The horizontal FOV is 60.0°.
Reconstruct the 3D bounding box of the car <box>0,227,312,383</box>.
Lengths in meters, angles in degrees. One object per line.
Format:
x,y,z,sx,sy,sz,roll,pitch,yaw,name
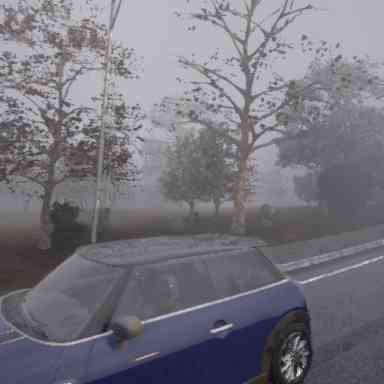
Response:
-0.743,1.359,3.630,4.553,1.767,2.097,0,0,-37,car
